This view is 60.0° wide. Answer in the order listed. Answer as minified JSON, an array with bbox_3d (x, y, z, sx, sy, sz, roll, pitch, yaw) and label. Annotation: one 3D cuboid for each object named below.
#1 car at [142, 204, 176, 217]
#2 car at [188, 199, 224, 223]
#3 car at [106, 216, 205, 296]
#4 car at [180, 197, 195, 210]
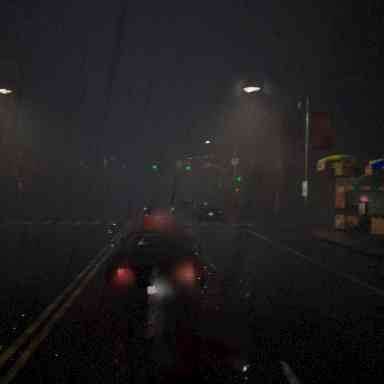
[{"bbox_3d":[-2.042,1.443,20.560,1.994,1.385,4.181,1,0,-5],"label":"car"},{"bbox_3d":[1.096,1.488,24.900,1.994,1.385,4.181,1,0,-6],"label":"car"},{"bbox_3d":[-0.881,1.549,8.476,1.895,1.301,4.718,1,0,-5],"label":"car"},{"bbox_3d":[-0.451,1.326,40.388,2.128,1.511,4.902,1,0,-5],"label":"car"}]
